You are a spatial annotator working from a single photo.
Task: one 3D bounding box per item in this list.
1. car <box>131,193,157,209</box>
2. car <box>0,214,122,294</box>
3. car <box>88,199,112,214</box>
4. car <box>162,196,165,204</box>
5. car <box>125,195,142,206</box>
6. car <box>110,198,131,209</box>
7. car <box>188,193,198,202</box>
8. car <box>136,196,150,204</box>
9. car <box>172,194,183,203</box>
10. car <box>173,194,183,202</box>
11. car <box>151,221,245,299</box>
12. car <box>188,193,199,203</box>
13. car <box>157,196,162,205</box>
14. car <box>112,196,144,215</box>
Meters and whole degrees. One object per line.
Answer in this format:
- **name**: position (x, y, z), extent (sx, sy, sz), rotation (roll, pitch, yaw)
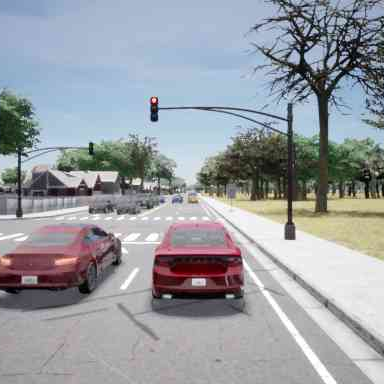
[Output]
- **car**: position (-6.488, 1.212, 44.701), extent (2.150, 2.045, 5.566), rotation (0, 0, 1)
- **car**: position (-3.130, 1.525, 8.697), extent (1.812, 1.442, 4.674), rotation (0, 0, 0)
- **car**: position (-9.760, 1.500, 36.019), extent (1.837, 1.490, 4.892), rotation (0, 0, 0)
- **car**: position (-6.384, 1.452, 65.159), extent (1.882, 1.535, 5.008), rotation (0, 0, 1)
- **car**: position (-9.708, 1.335, 55.379), extent (2.097, 1.767, 4.553), rotation (0, 0, 0)
- **car**: position (-9.737, 1.516, 45.494), extent (1.812, 1.442, 4.674), rotation (0, 0, 1)
- **car**: position (0.182, 1.190, 76.315), extent (2.150, 2.045, 5.566), rotation (0, 0, 0)
- **car**: position (-9.621, 1.521, 65.998), extent (2.033, 1.411, 5.357), rotation (0, 0, 0)
- **car**: position (-2.990, 1.499, 66.321), extent (1.812, 1.442, 4.674), rotation (0, 0, 0)
- **car**: position (-3.068, 1.320, 76.287), extent (2.097, 1.767, 4.553), rotation (0, 0, 0)
- **car**: position (0.117, 1.477, 8.486), extent (1.882, 1.535, 5.008), rotation (0, 0, 0)
- **car**: position (0.255, 1.451, 65.914), extent (1.882, 1.535, 5.008), rotation (0, 0, 0)
- **car**: position (-6.460, 1.488, 54.729), extent (1.837, 1.490, 4.892), rotation (0, 0, 0)
- **car**: position (-6.515, 1.500, 34.498), extent (1.837, 1.490, 4.892), rotation (0, 0, 0)
